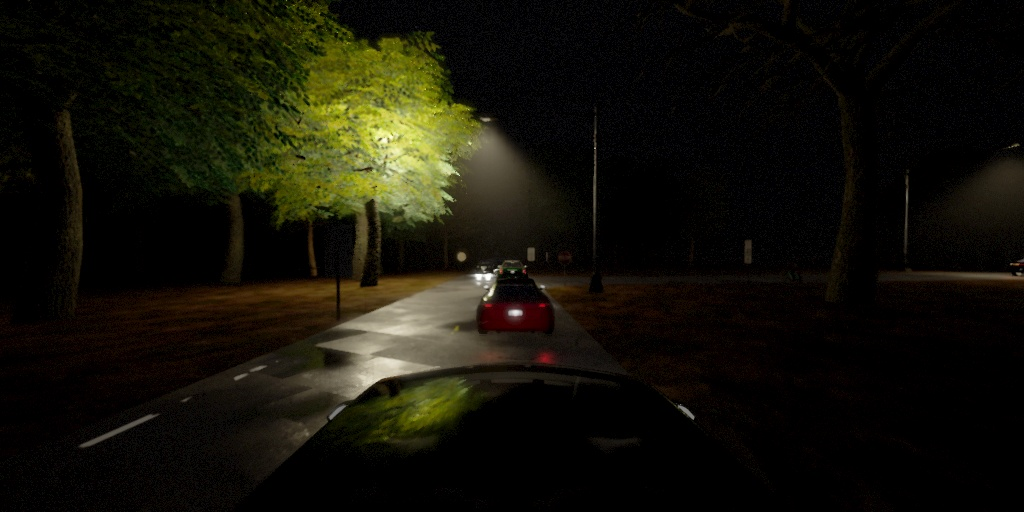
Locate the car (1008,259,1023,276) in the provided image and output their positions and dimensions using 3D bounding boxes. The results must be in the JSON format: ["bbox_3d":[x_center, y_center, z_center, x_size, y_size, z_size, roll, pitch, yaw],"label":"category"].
[{"bbox_3d":[42.400,0.893,28.463,4.902,1.511,2.128,0,1,-8],"label":"car"}]

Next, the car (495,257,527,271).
[{"bbox_3d":[0.038,1.116,26.580,2.097,1.767,4.553,0,0,0],"label":"car"}]

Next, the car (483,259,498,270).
[{"bbox_3d":[-3.213,1.199,54.164,1.882,1.535,5.008,0,0,0],"label":"car"}]

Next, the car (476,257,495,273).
[{"bbox_3d":[-3.187,1.233,42.855,2.128,1.511,4.902,1,0,0],"label":"car"}]

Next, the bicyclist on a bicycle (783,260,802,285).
[{"bbox_3d":[18.494,1.073,23.654,0.582,1.620,1.656,-1,0,0],"label":"bicyclist on a bicycle"}]

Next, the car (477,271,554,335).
[{"bbox_3d":[0.077,1.327,10.544,1.994,1.385,4.181,0,0,0],"label":"car"}]
